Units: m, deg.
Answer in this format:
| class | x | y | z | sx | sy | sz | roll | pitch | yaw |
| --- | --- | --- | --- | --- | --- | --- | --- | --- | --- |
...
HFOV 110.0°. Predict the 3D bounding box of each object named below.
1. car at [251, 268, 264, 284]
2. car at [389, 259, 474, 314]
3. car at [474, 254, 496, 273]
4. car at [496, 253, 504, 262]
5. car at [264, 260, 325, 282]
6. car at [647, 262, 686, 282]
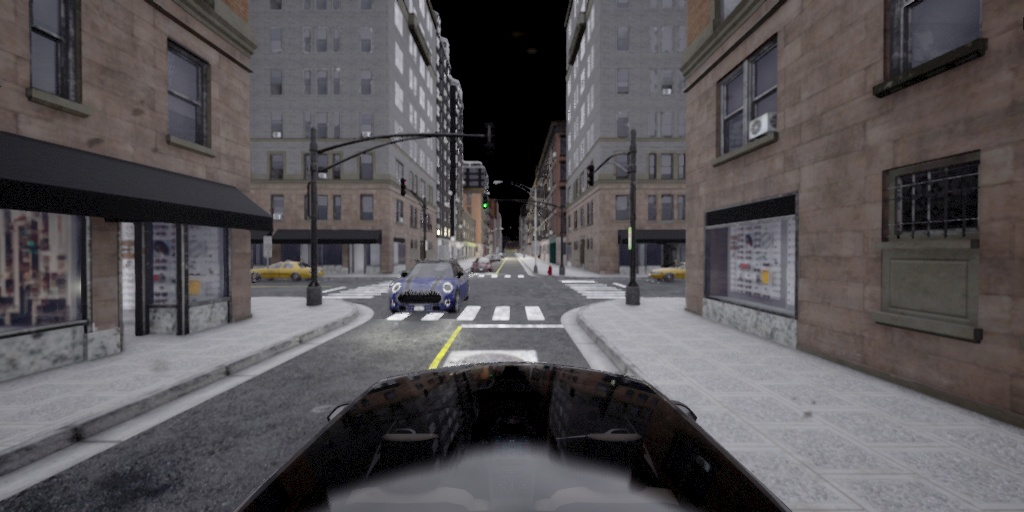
| class | x | y | z | sx | sy | sz | roll | pitch | yaw |
| --- | --- | --- | --- | --- | --- | --- | --- | --- | --- |
| car | -16.366 | 1.027 | 18.585 | 5.357 | 1.411 | 2.033 | 0 | 1 | 0 |
| car | -2.754 | 0.927 | 12.858 | 2.097 | 1.767 | 4.553 | 0 | 1 | 0 |
| car | -2.754 | 0.836 | 34.306 | 1.812 | 1.442 | 4.674 | 0 | 2 | 0 |
| car | -2.768 | 0.378 | 62.933 | 1.837 | 1.490 | 4.892 | 0 | 3 | 0 |
| car | -15.257 | 0.948 | 24.077 | 4.829 | 1.417 | 1.751 | 0 | 0 | 0 |
| car | 11.626 | 0.972 | 24.045 | 4.829 | 1.417 | 1.751 | 0 | 0 | 0 |
